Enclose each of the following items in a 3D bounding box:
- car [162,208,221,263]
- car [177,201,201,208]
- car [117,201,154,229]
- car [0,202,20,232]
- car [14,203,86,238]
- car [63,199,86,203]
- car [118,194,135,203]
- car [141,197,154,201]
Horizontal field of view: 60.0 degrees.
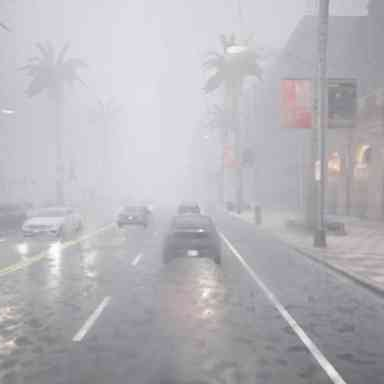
[{"bbox_3d":[-0.019,1.525,12.045,1.837,1.490,4.892,0,0,-1],"label":"car"},{"bbox_3d":[-0.270,1.526,29.053,1.882,1.535,5.008,0,0,-1],"label":"car"},{"bbox_3d":[-3.665,1.584,22.149,2.033,1.411,5.357,0,0,-1],"label":"car"},{"bbox_3d":[-10.800,1.380,18.007,2.097,1.767,4.553,0,0,-1],"label":"car"},{"bbox_3d":[-7.298,1.554,17.870,1.812,1.442,4.674,0,0,-1],"label":"car"},{"bbox_3d":[-14.124,1.545,39.875,2.231,1.521,4.892,0,0,-1],"label":"car"},{"bbox_3d":[-11.364,1.318,58.447,2.150,2.045,5.566,0,0,0],"label":"car"},{"bbox_3d":[-7.868,1.602,59.202,1.837,1.490,4.892,0,0,0],"label":"car"}]
